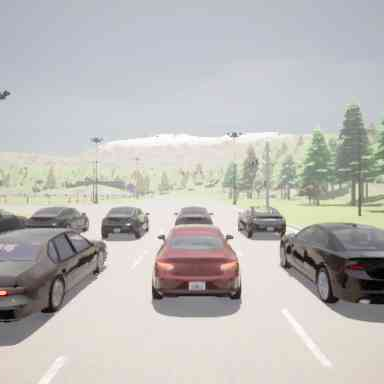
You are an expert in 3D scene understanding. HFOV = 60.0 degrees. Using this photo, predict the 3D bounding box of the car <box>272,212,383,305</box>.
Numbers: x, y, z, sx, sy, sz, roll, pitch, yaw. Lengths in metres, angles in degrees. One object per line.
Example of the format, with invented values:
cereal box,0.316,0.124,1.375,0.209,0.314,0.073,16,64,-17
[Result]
car,3.599,1.476,8.187,1.882,1.535,5.008,0,0,0

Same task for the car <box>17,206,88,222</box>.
car,-6.906,1.501,17.535,1.837,1.490,4.892,0,0,0

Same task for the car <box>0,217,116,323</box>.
car,-3.406,1.546,7.521,2.033,1.411,5.357,0,0,0

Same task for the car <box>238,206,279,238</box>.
car,3.595,1.488,17.678,2.128,1.511,4.902,0,0,0

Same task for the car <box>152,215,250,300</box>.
car,0.095,1.524,8.278,1.812,1.442,4.674,0,0,0

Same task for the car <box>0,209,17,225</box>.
car,-10.406,1.544,17.035,2.033,1.411,5.357,0,0,0

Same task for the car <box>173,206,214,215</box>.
car,0.094,1.501,17.523,1.837,1.490,4.892,0,0,0

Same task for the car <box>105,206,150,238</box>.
car,-3.406,1.502,17.524,1.837,1.490,4.892,0,0,0
